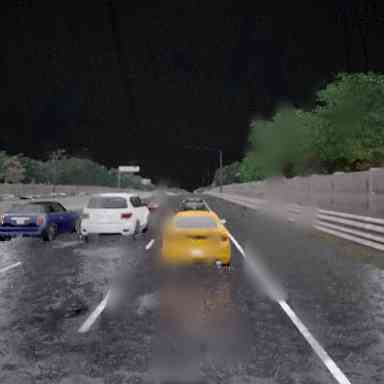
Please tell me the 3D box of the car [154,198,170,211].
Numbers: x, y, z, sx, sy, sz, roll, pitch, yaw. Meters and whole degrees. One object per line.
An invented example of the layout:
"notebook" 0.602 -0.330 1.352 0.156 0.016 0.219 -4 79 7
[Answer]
"car" -3.255 1.241 32.460 1.994 1.385 4.181 0 1 0

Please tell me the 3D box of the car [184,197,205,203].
"car" 0.242 1.177 31.720 2.128 1.511 4.902 0 1 0

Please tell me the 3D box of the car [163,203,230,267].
"car" 0.139 1.367 11.072 1.882 1.535 5.008 0 1 0

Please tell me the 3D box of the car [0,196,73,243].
"car" -6.835 1.198 15.422 2.097 1.767 4.553 0 1 0

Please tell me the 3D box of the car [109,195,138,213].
"car" -6.750 1.145 33.329 1.882 1.535 5.008 0 1 0

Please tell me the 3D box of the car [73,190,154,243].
"car" -3.333 1.068 15.409 2.150 2.045 5.566 0 1 0

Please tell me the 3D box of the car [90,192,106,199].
"car" -20.664 0.752 73.626 2.033 1.411 5.357 0 0 0

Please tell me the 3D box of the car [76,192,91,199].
"car" -24.162 0.708 74.058 1.812 1.442 4.674 0 0 0
